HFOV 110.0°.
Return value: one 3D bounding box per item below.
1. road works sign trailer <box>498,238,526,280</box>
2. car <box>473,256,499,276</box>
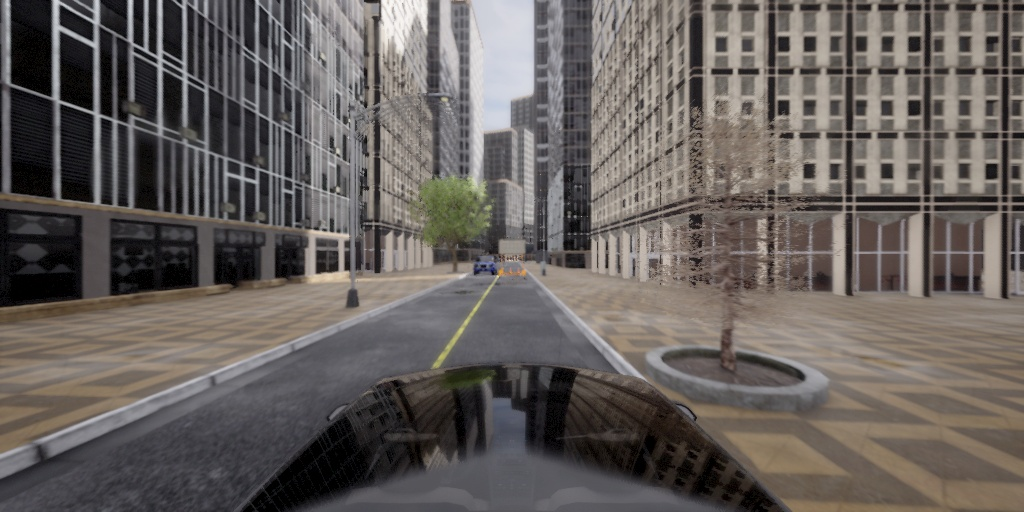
[{"bbox_3d":[0.001,0.226,31.141,2.380,3.560,2.880,0,0,0],"label":"road works sign trailer"},{"bbox_3d":[-2.836,0.989,38.327,2.150,2.045,5.566,0,0,0],"label":"car"}]
